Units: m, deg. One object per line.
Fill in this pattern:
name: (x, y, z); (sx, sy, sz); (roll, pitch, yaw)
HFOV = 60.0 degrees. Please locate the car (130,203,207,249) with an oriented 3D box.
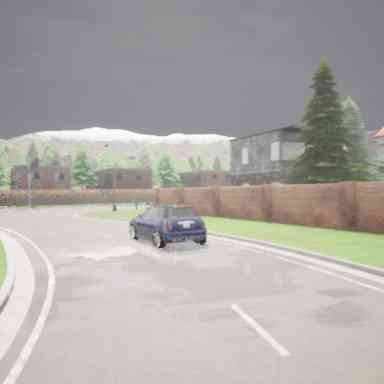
car: (-1.209, 1.334, 14.786); (2.097, 1.767, 4.553); (-1, 0, -28)
